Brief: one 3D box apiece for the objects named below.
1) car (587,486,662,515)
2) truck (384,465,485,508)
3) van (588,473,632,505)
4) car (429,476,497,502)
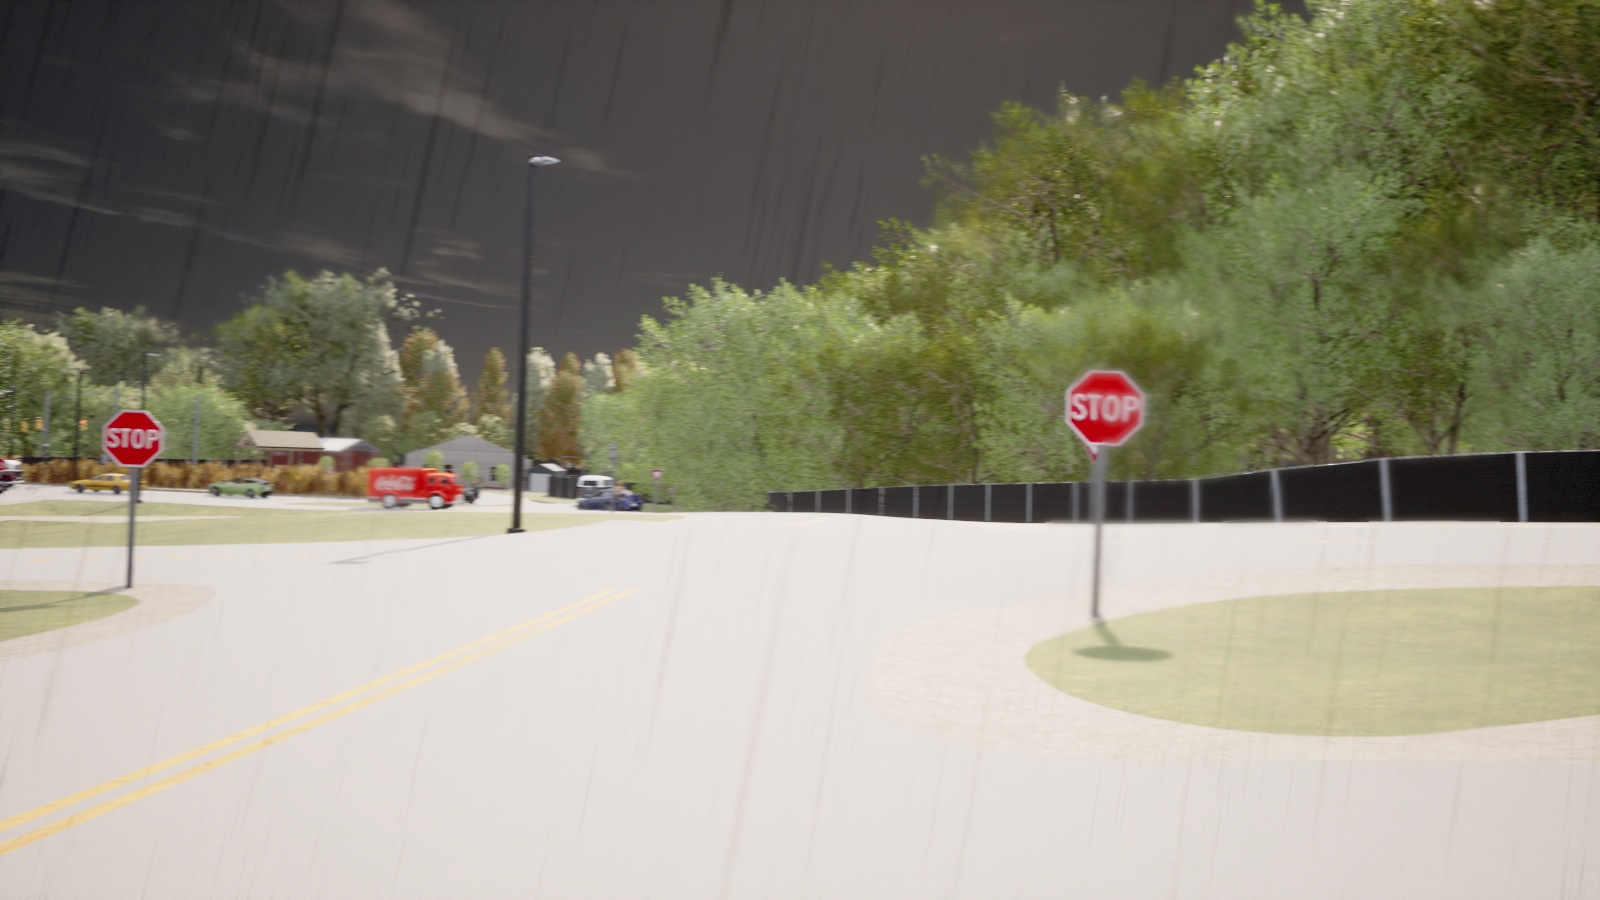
[{"bbox_3d":[-9.395,2.730,67.027,1.812,1.442,4.674,3,-5,-39],"label":"car"},{"bbox_3d":[-21.919,2.162,75.395,5.204,2.467,2.627,1,0,4],"label":"truck"},{"bbox_3d":[-12.990,2.668,86.279,2.069,2.038,4.480,2,-1,3],"label":"van"},{"bbox_3d":[-25.662,2.990,95.622,4.605,1.855,1.932,1,-2,10],"label":"car"}]
